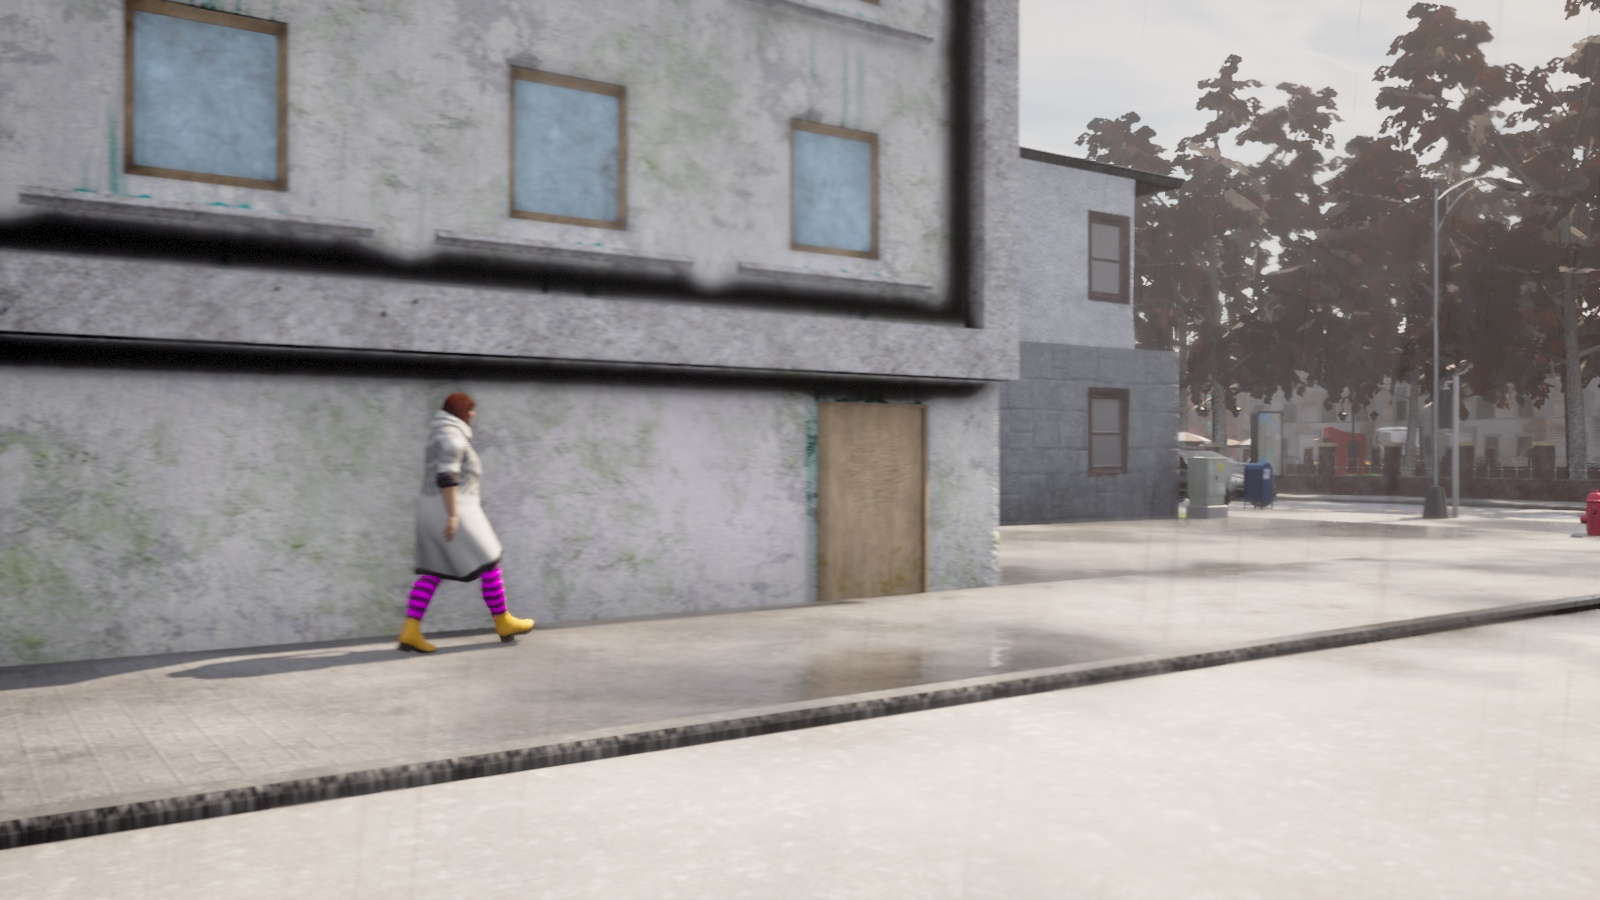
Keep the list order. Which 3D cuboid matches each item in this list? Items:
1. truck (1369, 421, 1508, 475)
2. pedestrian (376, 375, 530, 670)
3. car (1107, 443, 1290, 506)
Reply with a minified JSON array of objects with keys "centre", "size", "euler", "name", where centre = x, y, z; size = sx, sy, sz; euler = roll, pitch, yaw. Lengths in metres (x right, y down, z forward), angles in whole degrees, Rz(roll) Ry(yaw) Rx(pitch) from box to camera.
[{"centre":[42.720,-0.104,84.287],"size":[2.891,3.462,7.936],"euler":[0,0,-35],"name":"truck"},{"centre":[-2.438,0.482,8.819],"size":[0.873,1.952,0.659],"euler":[0,0,-34],"name":"pedestrian"},{"centre":[11.380,0.660,36.140],"size":[2.242,1.667,4.611],"euler":[0,0,-34],"name":"car"}]
